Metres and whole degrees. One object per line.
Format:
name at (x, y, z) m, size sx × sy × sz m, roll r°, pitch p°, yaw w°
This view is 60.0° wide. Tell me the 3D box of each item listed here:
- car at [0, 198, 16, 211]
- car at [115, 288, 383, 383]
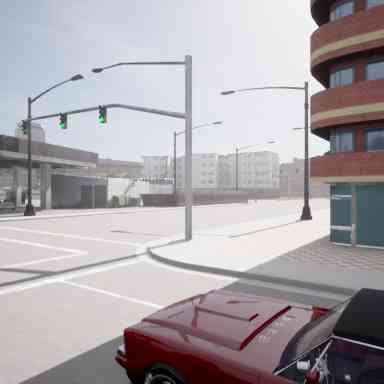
car at (-22.337, 1.456, 38.835) m, size 3.806 × 1.475 × 1.970 m, roll 0°, pitch 0°, yaw 36°
car at (1.528, 1.601, 2.884) m, size 4.718 × 1.301 × 1.895 m, roll 0°, pitch 0°, yaw 36°
